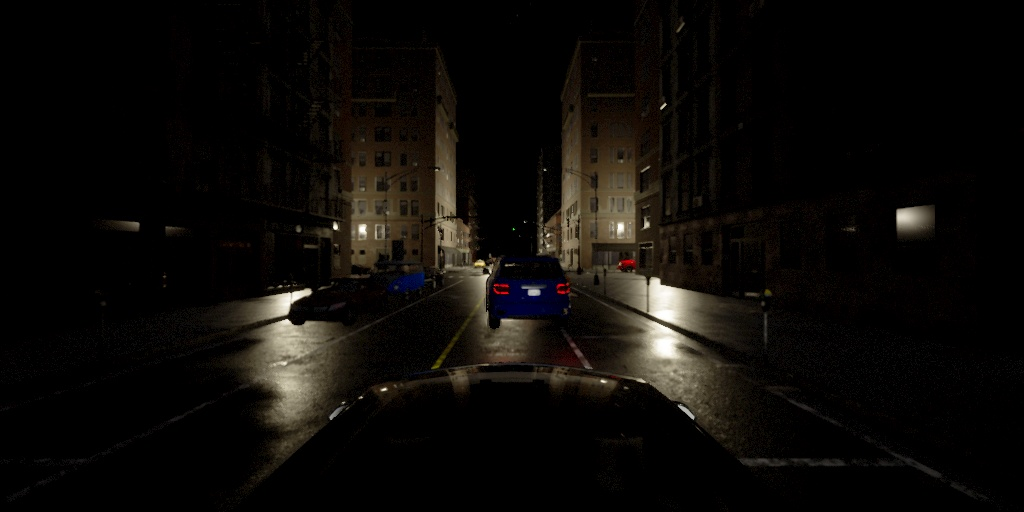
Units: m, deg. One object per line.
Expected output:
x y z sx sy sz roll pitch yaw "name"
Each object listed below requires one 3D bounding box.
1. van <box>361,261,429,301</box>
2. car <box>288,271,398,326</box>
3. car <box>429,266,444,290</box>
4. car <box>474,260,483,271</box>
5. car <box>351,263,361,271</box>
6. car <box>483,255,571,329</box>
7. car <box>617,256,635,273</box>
-5.392 1.111 17.090 1.690 1.789 3.998 0 0 0 "van"
-5.394 1.345 11.684 1.802 1.307 4.207 0 0 0 "car"
-5.391 1.329 22.497 2.007 1.370 4.403 0 0 0 "car"
-5.387 1.355 60.290 1.751 1.417 4.829 0 0 0 "car"
-17.591 1.455 39.545 4.181 1.385 1.994 0 0 0 "car"
0.285 0.986 11.479 2.150 2.045 5.566 0 0 -5 "car"
15.333 0.934 42.547 5.566 2.045 2.150 0 0 0 "car"
